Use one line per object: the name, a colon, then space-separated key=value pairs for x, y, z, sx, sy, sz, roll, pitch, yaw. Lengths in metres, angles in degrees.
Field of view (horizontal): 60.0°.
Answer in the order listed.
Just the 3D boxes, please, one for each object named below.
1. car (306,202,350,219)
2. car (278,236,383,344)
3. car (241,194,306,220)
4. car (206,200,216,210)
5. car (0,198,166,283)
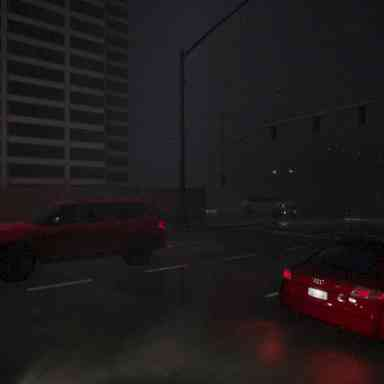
car: x=11.565 y=1.564 z=29.232 sx=1.994 sy=1.385 sz=4.181 roll=0 pitch=0 yaw=-43
car: x=3.614 y=1.564 z=6.376 sx=4.181 sy=1.385 sz=1.994 roll=0 pitch=0 yaw=-35
car: x=6.709 y=1.221 z=28.965 sx=2.150 sy=2.045 sz=5.566 roll=0 pitch=0 yaw=-34
car: x=1.085 y=1.526 z=42.927 sx=1.812 sy=1.442 sz=4.674 roll=0 pitch=0 yaw=-36
car: x=-3.461 y=1.221 z=10.050 sx=5.566 sy=2.045 sz=2.150 roll=0 pitch=0 yaw=-34
